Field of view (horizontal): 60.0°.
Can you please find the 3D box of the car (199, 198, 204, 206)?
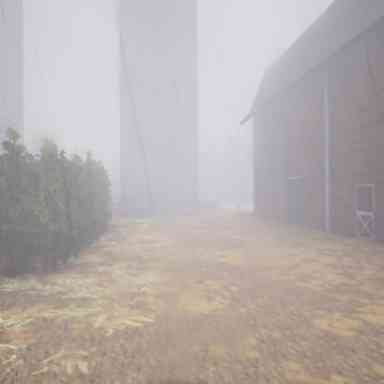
[{"bbox_3d":[0.734,1.547,48.983,1.994,1.381,4.181,-1,0,-8],"label":"car"}]
